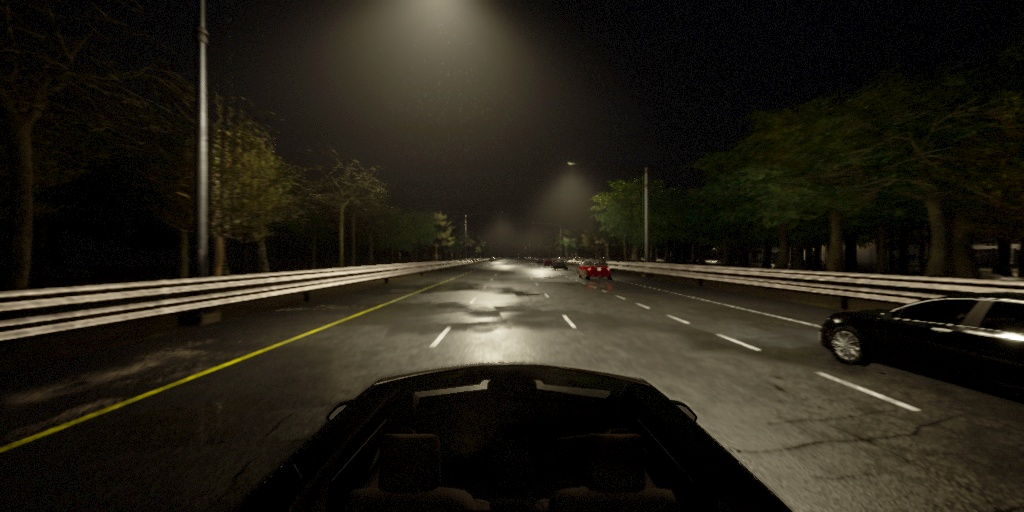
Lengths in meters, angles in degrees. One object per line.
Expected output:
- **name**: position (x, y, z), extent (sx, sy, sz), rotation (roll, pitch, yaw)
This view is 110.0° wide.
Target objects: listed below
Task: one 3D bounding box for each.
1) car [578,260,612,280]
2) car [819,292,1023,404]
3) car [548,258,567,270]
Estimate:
- **car**: position (7.021, 1.111, 30.941), extent (2.097, 1.767, 4.553), rotation (0, 0, 0)
- **car**: position (6.996, 1.264, 5.072), extent (1.837, 1.490, 4.892), rotation (0, 0, 0)
- **car**: position (7.062, 1.326, 53.975), extent (1.994, 1.385, 4.181), rotation (0, 0, 0)
